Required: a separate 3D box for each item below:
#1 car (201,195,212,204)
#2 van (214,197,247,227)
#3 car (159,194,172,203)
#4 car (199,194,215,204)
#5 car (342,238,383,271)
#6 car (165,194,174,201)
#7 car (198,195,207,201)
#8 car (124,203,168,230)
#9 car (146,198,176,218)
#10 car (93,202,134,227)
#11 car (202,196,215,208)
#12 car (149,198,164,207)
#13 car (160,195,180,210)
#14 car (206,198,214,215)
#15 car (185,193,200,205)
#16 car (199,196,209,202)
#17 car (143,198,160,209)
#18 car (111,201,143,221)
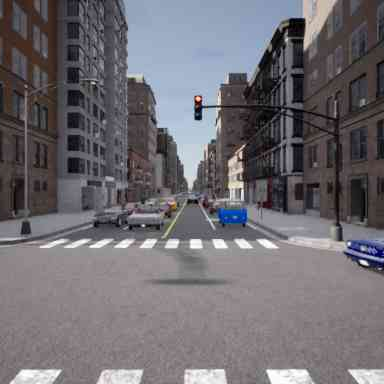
[{"bbox_3d":[2.665,1.413,62.188,1.967,1.590,4.097,0,0,0],"label":"car"},{"bbox_3d":[2.647,1.337,22.419,1.690,1.788,3.998,0,0,0],"label":"van"},{"bbox_3d":[-5.358,1.283,67.868,2.192,1.841,5.009,0,0,0],"label":"car"},{"bbox_3d":[2.660,1.298,50.825,2.192,1.841,5.009,0,0,0],"label":"car"},{"bbox_3d":[6.900,1.649,9.546,4.718,1.301,1.895,0,0,-10],"label":"car"},{"bbox_3d":[-5.353,1.398,79.232,1.967,1.590,4.097,0,0,0],"label":"car"},{"bbox_3d":[2.675,1.518,84.913,1.947,1.339,4.313,0,0,0],"label":"car"},{"bbox_3d":[-2.811,1.597,21.121,1.895,1.301,4.718,0,0,-1],"label":"car"},{"bbox_3d":[-2.833,1.558,30.265,1.994,1.385,4.181,0,0,0],"label":"car"},{"bbox_3d":[-5.378,1.546,22.413,2.008,1.369,4.403,0,0,0],"label":"car"},{"bbox_3d":[2.657,1.569,45.144,1.802,1.307,4.206,0,0,0],"label":"car"},{"bbox_3d":[-5.365,1.548,50.823,1.947,1.339,4.313,0,0,0],"label":"car"},{"bbox_3d":[-2.826,1.468,39.912,1.882,1.535,5.008,0,0,0],"label":"car"},{"bbox_3d":[2.652,1.575,33.781,1.802,1.307,4.206,0,0,0],"label":"car"},{"bbox_3d":[0.135,1.455,56.841,1.882,1.535,5.008,0,0,0],"label":"car"},{"bbox_3d":[2.670,1.513,73.550,2.008,1.369,4.403,0,0,0],"label":"car"},{"bbox_3d":[-5.368,1.513,44.971,1.752,1.417,4.829,0,0,0],"label":"car"},{"bbox_3d":[-5.376,1.539,28.095,1.887,1.381,4.507,0,0,0],"label":"car"}]
